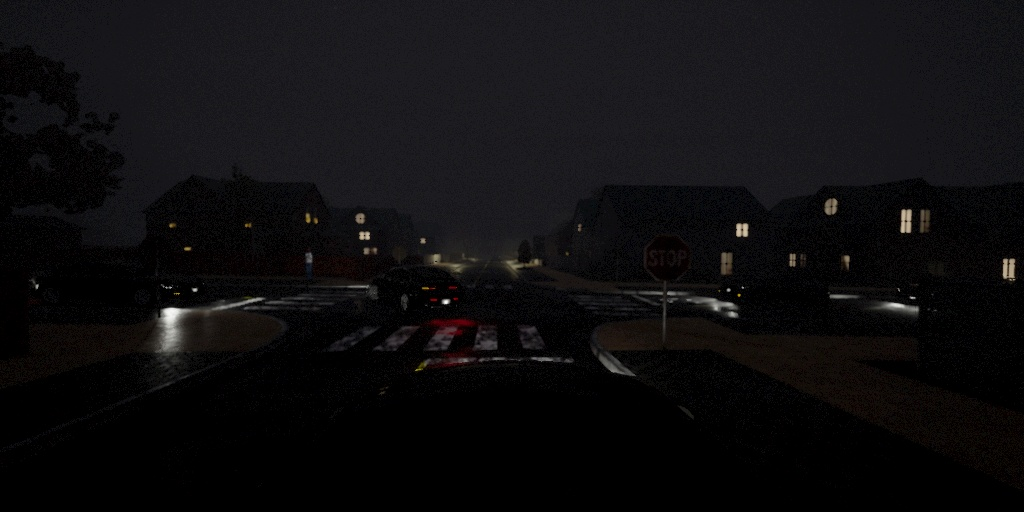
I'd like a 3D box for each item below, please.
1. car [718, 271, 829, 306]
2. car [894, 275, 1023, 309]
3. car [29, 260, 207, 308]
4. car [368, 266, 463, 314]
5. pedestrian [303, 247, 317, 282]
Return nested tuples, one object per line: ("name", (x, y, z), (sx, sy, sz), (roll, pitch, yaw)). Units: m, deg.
("car", (11.860, 1.412, 16.381), (4.181, 1.385, 1.994), (1, 2, -1))
("car", (21.206, 1.607, 16.686), (5.357, 1.411, 2.033), (1, 2, -2))
("car", (-13.643, 0.900, 12.608), (4.892, 1.490, 1.837), (1, 2, -2))
("car", (-3.676, 1.102, 13.279), (1.837, 1.490, 4.892), (2, 1, -41))
("pedestrian", (-10.477, 0.405, 18.557), (0.375, 1.860, 0.375), (0, 1, -2))
